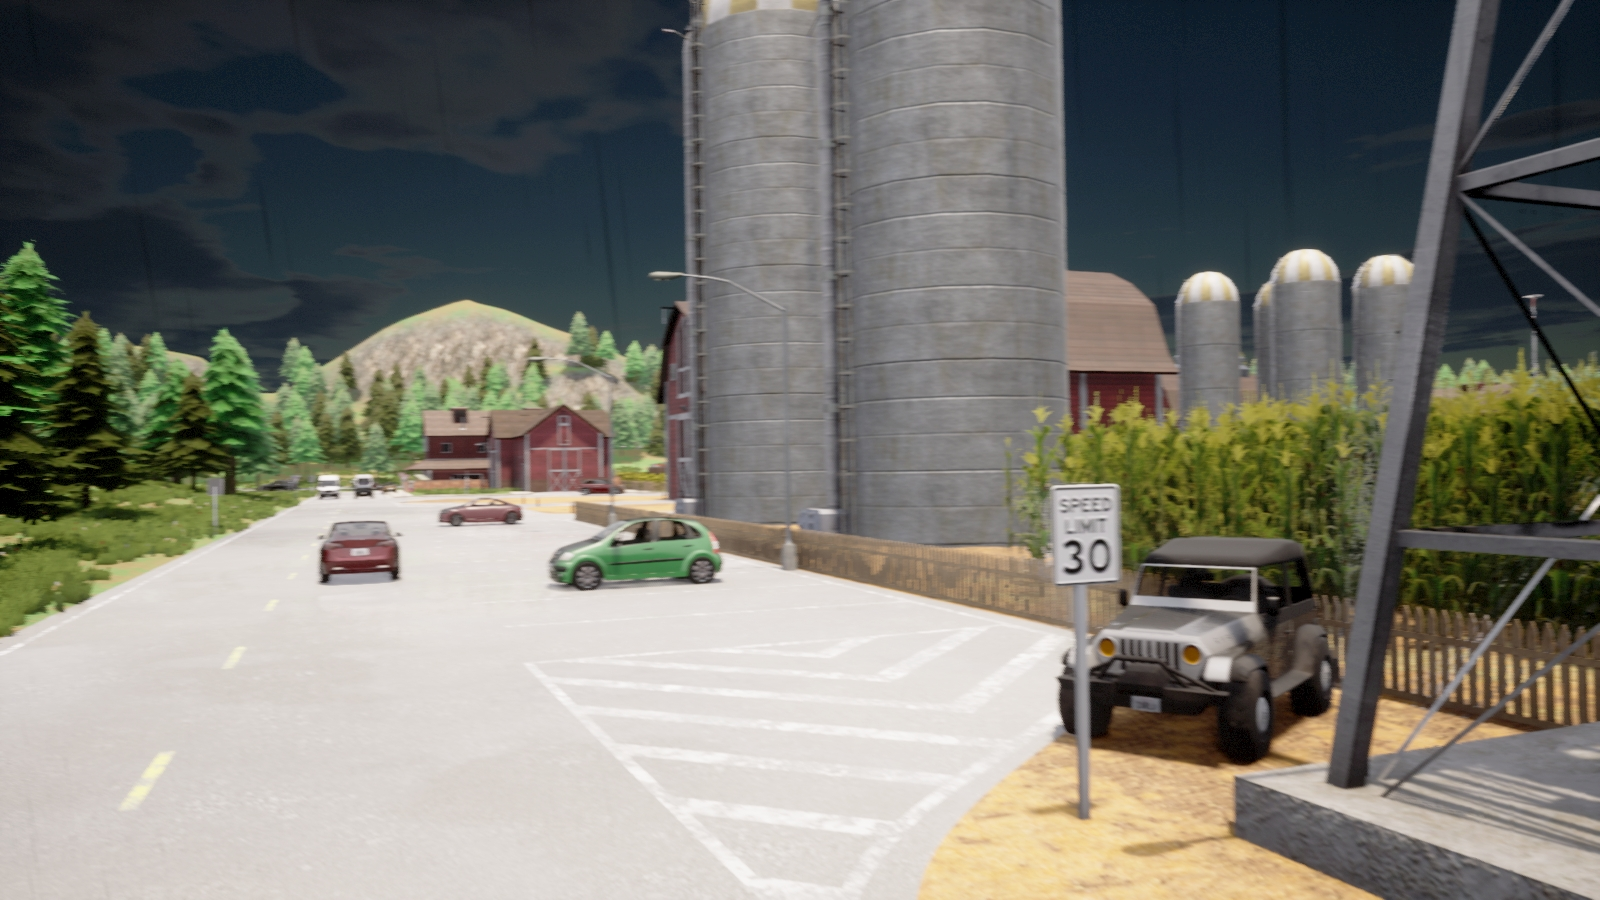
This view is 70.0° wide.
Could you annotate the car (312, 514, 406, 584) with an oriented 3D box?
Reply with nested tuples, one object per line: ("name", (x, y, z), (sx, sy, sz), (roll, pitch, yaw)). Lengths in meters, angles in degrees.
("car", (-11.744, 2.561, 30.529), (2.163, 1.488, 4.792), (-1, -1, -21))
